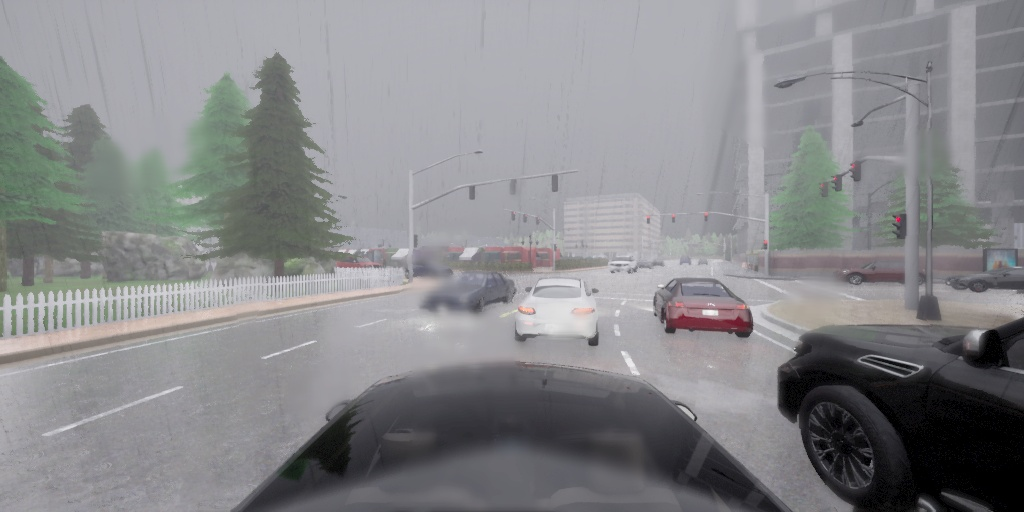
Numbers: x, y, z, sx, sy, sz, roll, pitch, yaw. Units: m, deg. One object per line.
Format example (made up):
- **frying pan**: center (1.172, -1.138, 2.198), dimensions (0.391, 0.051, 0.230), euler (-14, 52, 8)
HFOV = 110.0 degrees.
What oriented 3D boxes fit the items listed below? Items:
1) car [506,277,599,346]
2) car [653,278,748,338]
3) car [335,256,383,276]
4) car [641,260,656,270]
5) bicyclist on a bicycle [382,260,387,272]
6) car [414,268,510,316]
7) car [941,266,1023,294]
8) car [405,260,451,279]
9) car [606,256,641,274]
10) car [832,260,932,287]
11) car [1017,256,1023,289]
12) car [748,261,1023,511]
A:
- **car**: center (1.275, 1.276, 9.412), dimensions (1.812, 1.442, 4.674), euler (0, 0, 11)
- **car**: center (5.296, 1.314, 10.419), dimensions (1.994, 1.385, 4.181), euler (0, 0, 17)
- **car**: center (-15.663, 1.027, 36.674), dimensions (5.566, 2.045, 2.150), euler (0, 0, 30)
- **car**: center (19.620, 1.314, 53.284), dimensions (1.994, 1.385, 4.181), euler (0, 0, 29)
- **bicyclist on a bicycle**: center (-15.735, 1.258, 44.274), dimensions (0.582, 1.620, 1.656), euler (0, 0, -23)
- **car**: center (-1.369, 1.297, 13.831), dimensions (2.033, 1.411, 5.357), euler (0, 0, 18)
- **car**: center (28.002, 1.331, 20.154), dimensions (4.674, 1.442, 1.812), euler (0, 0, 29)
- **car**: center (-7.321, 1.157, 31.939), dimensions (4.553, 1.767, 2.097), euler (0, 0, 30)
- **car**: center (12.836, 0.975, 41.145), dimensions (2.150, 2.045, 5.566), euler (0, 0, 29)
- **car**: center (25.914, 1.157, 25.388), dimensions (4.553, 1.767, 2.097), euler (0, 0, 30)
- **car**: center (34.251, 1.027, 20.657), dimensions (5.566, 2.045, 2.150), euler (0, 0, 30)
- **car**: center (3.737, 0.971, 1.190), dimensions (2.150, 2.045, 5.566), euler (0, 0, 0)
